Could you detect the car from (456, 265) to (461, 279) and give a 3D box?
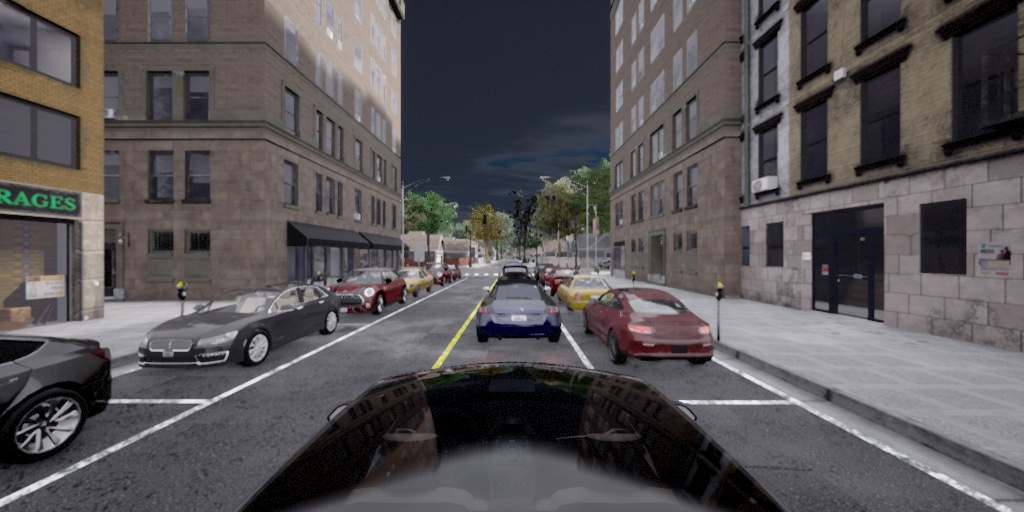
[{"bbox_3d":[-5.252,1.306,29.864,1.802,1.307,4.207,0,0,0],"label":"car"}]

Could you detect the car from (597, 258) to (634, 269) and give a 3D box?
[{"bbox_3d":[15.173,1.114,52.739,4.892,1.490,1.837,0,0,0],"label":"car"}]

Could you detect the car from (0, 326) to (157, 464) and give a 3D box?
[{"bbox_3d":[-5.392,1.315,2.271,1.948,1.339,4.313,0,0,0],"label":"car"}]

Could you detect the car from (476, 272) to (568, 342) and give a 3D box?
[{"bbox_3d":[0.139,1.304,9.726,1.994,1.385,4.181,0,0,0],"label":"car"}]

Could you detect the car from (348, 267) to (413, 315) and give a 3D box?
[{"bbox_3d":[-5.336,1.177,13.308,1.967,1.591,4.097,0,0,0],"label":"car"}]

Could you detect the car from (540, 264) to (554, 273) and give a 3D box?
[{"bbox_3d":[2.717,1.277,18.788,1.888,1.381,4.507,0,0,0],"label":"car"}]

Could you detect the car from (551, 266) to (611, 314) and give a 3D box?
[{"bbox_3d":[2.690,1.262,13.440,1.751,1.417,4.829,0,0,0],"label":"car"}]

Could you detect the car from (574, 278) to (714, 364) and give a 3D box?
[{"bbox_3d":[2.661,1.324,7.752,1.802,1.307,4.207,0,0,0],"label":"car"}]

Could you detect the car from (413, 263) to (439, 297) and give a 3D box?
[{"bbox_3d":[-5.309,1.258,18.656,1.751,1.417,4.829,0,0,0],"label":"car"}]

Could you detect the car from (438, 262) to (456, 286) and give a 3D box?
[{"bbox_3d":[-5.280,1.168,24.345,1.967,1.591,4.097,0,0,0],"label":"car"}]

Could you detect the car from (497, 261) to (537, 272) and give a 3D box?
[{"bbox_3d":[0.183,1.237,19.711,1.837,1.490,4.892,0,0,0],"label":"car"}]

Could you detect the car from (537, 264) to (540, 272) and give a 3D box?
[{"bbox_3d":[2.745,1.310,24.306,1.802,1.307,4.207,0,0,0],"label":"car"}]

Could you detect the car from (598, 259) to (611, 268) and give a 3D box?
[{"bbox_3d":[14.978,1.105,49.482,4.902,1.511,2.128,0,0,0],"label":"car"}]

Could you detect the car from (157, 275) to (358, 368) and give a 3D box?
[{"bbox_3d":[-5.364,1.293,7.789,2.007,1.370,4.403,0,0,0],"label":"car"}]
